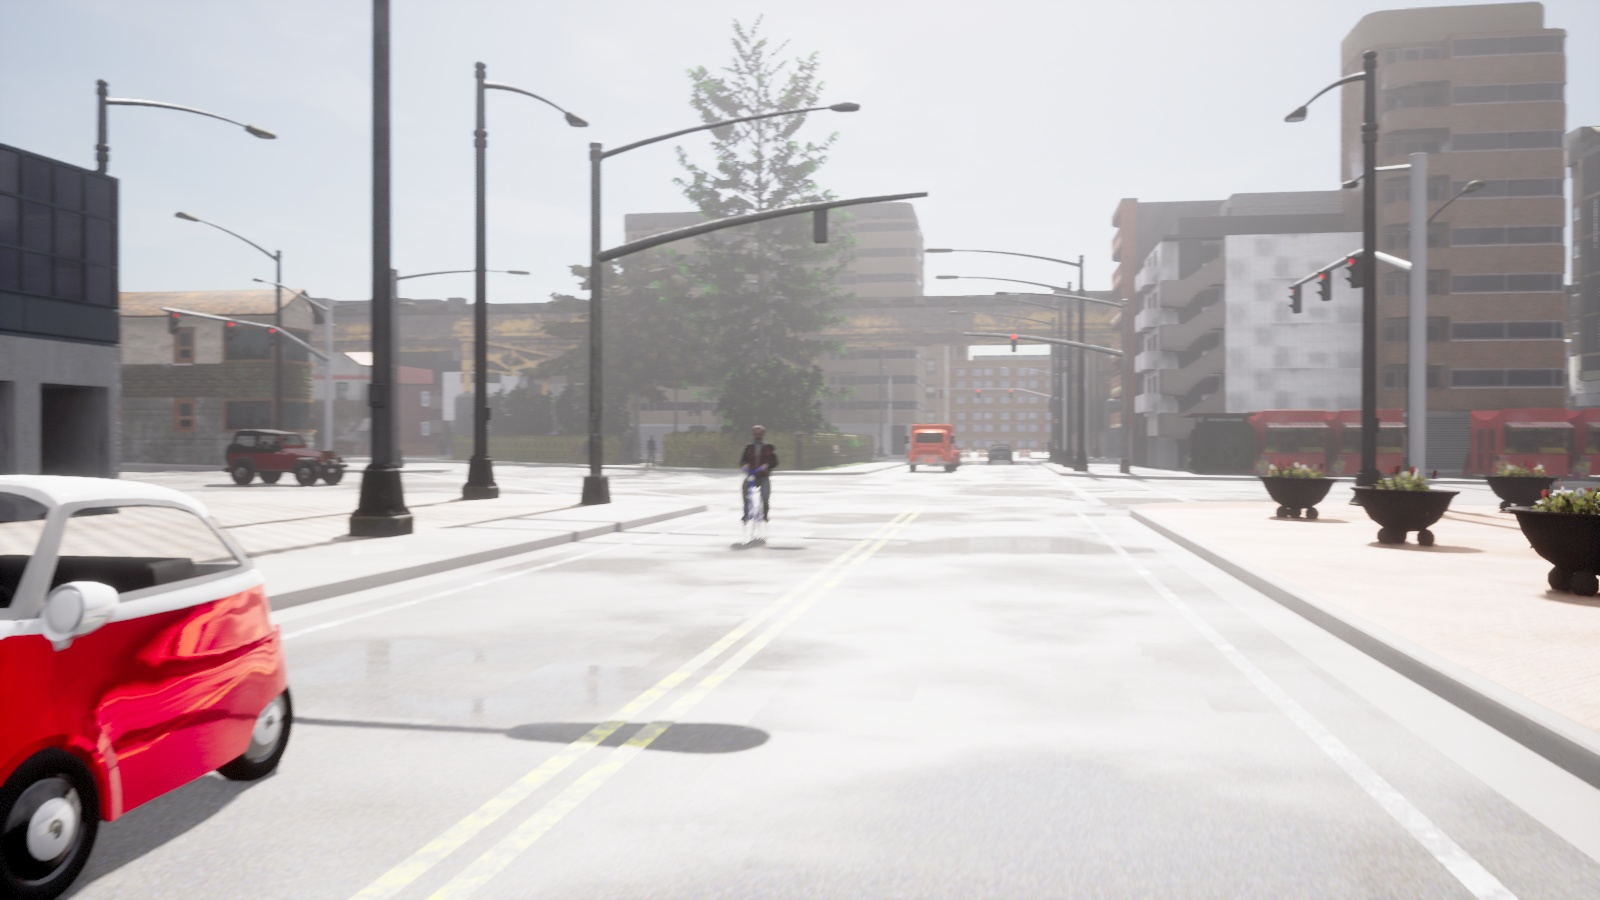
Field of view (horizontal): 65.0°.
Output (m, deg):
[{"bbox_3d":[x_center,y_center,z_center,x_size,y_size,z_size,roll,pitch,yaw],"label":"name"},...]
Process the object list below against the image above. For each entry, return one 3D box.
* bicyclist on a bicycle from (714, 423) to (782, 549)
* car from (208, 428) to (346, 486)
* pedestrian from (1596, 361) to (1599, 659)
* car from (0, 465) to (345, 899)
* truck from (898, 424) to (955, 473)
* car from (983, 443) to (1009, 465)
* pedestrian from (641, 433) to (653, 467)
[{"bbox_3d":[-0.748,0.509,18.672,0.659,1.776,1.843,0,0,9],"label":"bicyclist on a bicycle"},{"bbox_3d":[-17.586,0.207,42.302,3.866,1.878,1.905,1,0,9],"label":"car"},{"bbox_3d":[5.245,0.382,7.517,0.563,1.883,0.849,0,0,14],"label":"pedestrian"},{"bbox_3d":[-2.981,0.767,4.724,1.481,1.376,2.207,0,0,10],"label":"car"},{"bbox_3d":[6.640,-0.096,65.467,2.627,2.467,5.204,0,0,9],"label":"truck"},{"bbox_3d":[13.974,0.278,89.499,1.837,1.490,4.892,0,0,9],"label":"car"},{"bbox_3d":[-8.233,-0.011,67.532,0.402,1.842,0.726,0,0,-33],"label":"pedestrian"}]
